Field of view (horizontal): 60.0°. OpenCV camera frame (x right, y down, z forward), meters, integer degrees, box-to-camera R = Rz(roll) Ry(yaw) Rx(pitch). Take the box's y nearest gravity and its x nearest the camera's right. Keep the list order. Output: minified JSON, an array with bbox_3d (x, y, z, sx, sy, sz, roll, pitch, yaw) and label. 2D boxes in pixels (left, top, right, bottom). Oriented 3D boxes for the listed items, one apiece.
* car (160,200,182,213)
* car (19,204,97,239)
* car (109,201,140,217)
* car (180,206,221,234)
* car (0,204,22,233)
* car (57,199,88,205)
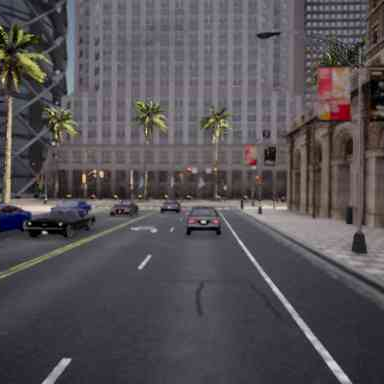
[{"bbox_3d":[-2.204,1.502,35.827,1.994,1.385,4.181,0,0,3],"label":"car"},{"bbox_3d":[-6.599,1.536,17.265,1.895,1.301,4.718,0,0,2],"label":"car"},{"bbox_3d":[-6.064,1.482,30.283,1.994,1.385,4.181,0,0,3],"label":"car"},{"bbox_3d":[0.670,1.526,18.933,2.033,1.411,5.357,0,0,2],"label":"car"},{"bbox_3d":[-10.109,1.390,16.929,1.882,1.535,5.008,0,0,2],"label":"car"},{"bbox_3d":[-9.704,1.380,26.984,1.882,1.535,5.008,0,0,2],"label":"car"}]
